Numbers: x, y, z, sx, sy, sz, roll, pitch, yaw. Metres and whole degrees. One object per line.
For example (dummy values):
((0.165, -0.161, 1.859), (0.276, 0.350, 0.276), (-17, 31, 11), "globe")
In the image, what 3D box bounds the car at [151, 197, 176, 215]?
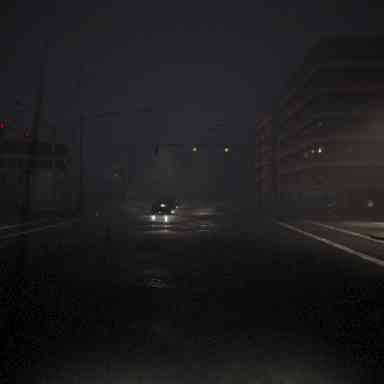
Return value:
((-3.121, 1.547, 34.789), (2.033, 1.411, 5.357), (0, 0, 0), "car")

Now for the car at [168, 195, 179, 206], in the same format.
((-3.186, 1.477, 44.366), (1.882, 1.535, 5.008), (0, 0, 0), "car")

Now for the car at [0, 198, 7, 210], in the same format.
((-24.020, 1.455, 38.975), (3.806, 1.475, 1.970), (0, 0, 1), "car")

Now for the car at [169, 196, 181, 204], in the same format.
((-3.294, 1.547, 64.716), (2.033, 1.411, 5.357), (0, 0, 0), "car")
